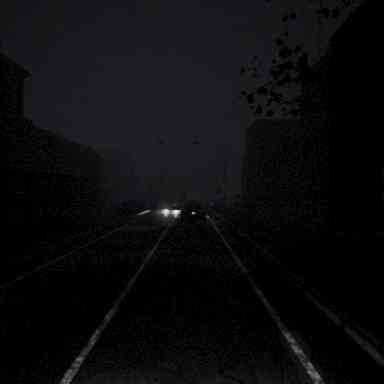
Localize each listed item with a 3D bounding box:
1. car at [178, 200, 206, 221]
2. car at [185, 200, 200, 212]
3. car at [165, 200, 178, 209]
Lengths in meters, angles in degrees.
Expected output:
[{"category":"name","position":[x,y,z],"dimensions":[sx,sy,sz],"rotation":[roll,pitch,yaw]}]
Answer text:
[{"category":"car","position":[0.105,1.607,27.368],"dimensions":[1.994,1.385,4.181],"rotation":[0,-1,0]},{"category":"car","position":[0.107,1.751,42.729],"dimensions":[1.837,1.490,4.892],"rotation":[0,-1,0]},{"category":"car","position":[-3.027,1.853,49.874],"dimensions":[1.895,1.301,4.718],"rotation":[1,-2,0]}]
